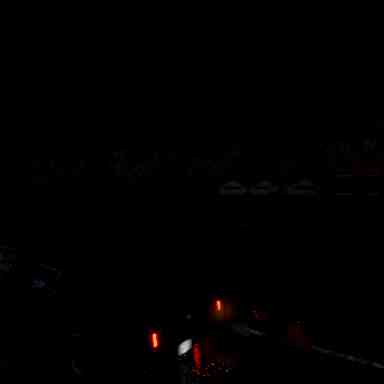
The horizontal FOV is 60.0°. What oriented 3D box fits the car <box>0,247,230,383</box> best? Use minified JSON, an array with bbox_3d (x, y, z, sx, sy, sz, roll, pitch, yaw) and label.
[{"bbox_3d":[-1.884,1.578,5.336,4.718,1.301,1.895,0,0,36],"label":"car"}]
